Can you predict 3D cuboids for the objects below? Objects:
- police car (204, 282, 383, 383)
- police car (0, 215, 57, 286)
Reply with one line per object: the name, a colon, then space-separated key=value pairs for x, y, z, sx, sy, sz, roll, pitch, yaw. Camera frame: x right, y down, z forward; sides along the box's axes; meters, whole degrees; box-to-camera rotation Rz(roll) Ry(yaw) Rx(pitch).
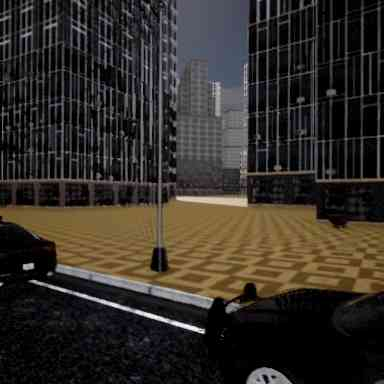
police car: x=2.499 y=1.456 z=2.932 sx=5.238 sy=1.638 sz=1.930 roll=0 pitch=0 yaw=37
police car: x=-5.738 y=1.450 z=8.878 sx=5.238 sy=1.638 sz=1.930 roll=0 pitch=0 yaw=35
